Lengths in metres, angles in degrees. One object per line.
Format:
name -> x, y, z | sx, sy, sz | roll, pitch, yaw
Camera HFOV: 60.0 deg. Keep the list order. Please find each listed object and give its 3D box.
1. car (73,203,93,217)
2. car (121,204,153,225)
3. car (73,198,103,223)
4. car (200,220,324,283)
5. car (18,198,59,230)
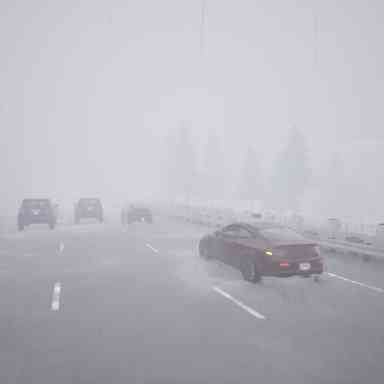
car -> -12.720, 1.996, 38.696 | 2.033, 1.411, 5.357 | 0, -1, -20
car -> -4.456, 1.740, 26.566 | 1.837, 1.490, 4.892 | 0, -1, -20
car -> -8.912, 1.507, 28.489 | 2.150, 2.045, 5.566 | 0, -1, -21
car -> 1.786, 1.557, 9.805 | 1.812, 1.442, 4.674 | 0, 0, -21
car -> -10.674, 1.445, 23.205 | 2.150, 2.045, 5.566 | 0, -1, -20
